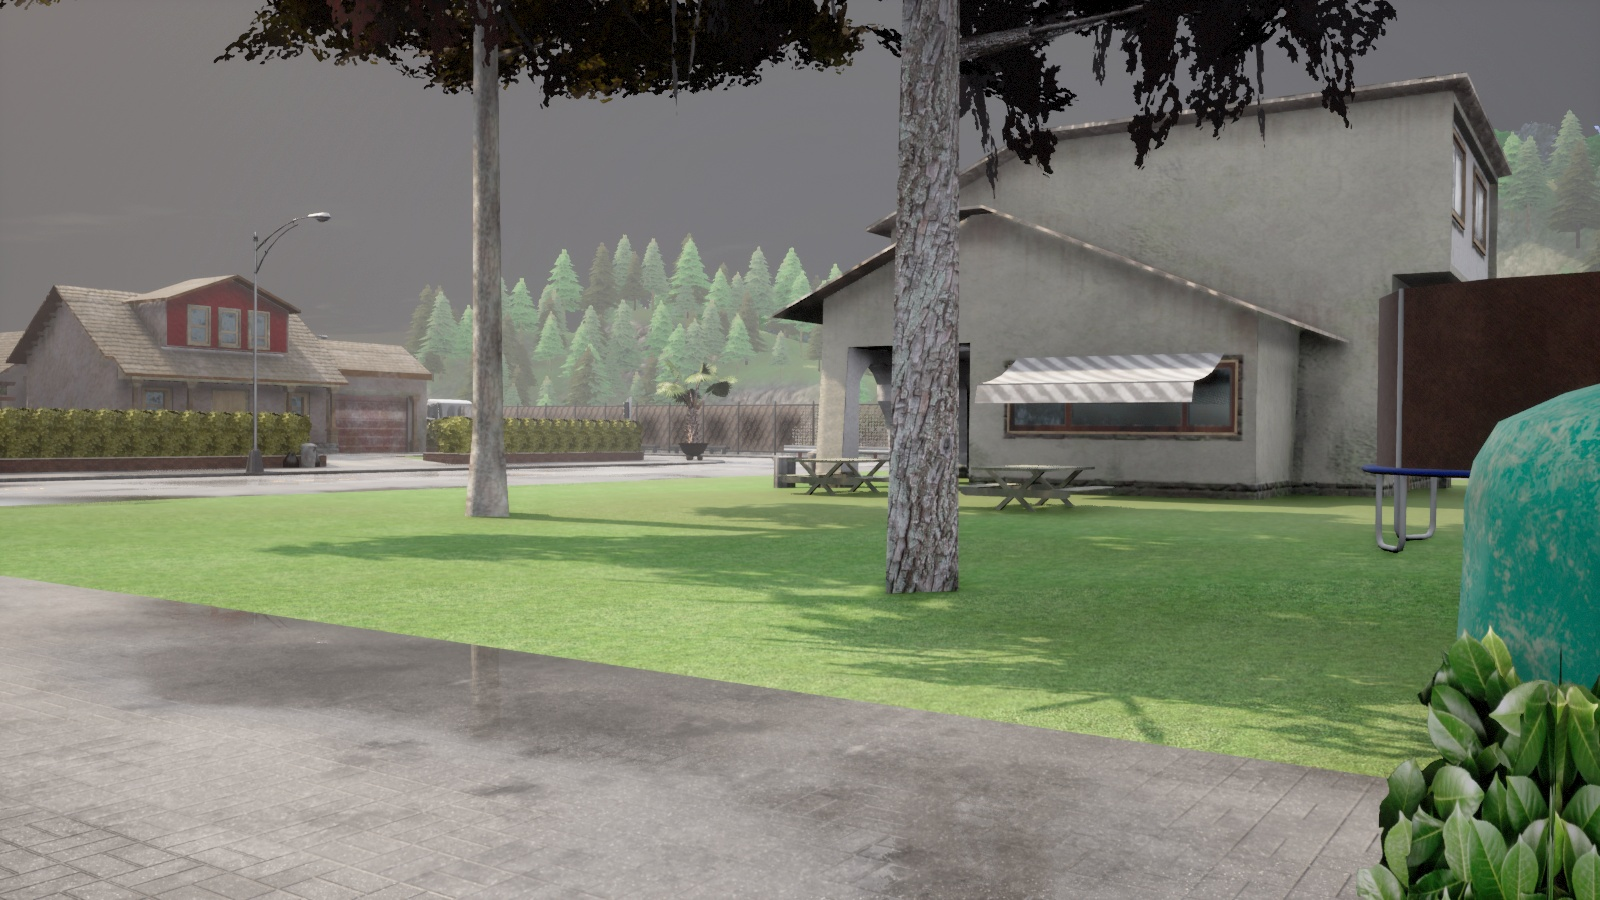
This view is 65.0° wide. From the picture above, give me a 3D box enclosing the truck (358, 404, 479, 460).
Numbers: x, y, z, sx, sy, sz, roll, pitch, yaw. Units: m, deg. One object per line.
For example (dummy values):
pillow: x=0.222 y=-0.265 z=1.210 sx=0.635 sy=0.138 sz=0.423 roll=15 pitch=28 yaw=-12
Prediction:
truck: x=-24.303 y=-1.120 z=79.790 sx=7.936 sy=3.462 sz=2.891 roll=0 pitch=1 yaw=33
